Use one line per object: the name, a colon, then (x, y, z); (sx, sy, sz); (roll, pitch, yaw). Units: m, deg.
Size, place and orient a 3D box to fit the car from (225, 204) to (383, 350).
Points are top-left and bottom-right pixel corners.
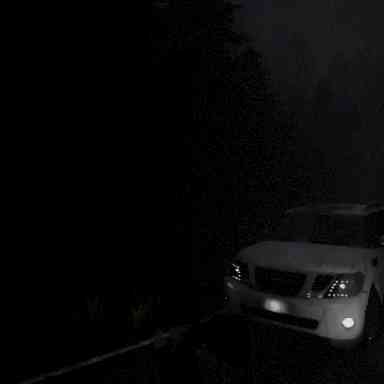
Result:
car: (2.879, 1.285, 6.846); (2.150, 2.045, 5.566); (-1, -1, 38)
